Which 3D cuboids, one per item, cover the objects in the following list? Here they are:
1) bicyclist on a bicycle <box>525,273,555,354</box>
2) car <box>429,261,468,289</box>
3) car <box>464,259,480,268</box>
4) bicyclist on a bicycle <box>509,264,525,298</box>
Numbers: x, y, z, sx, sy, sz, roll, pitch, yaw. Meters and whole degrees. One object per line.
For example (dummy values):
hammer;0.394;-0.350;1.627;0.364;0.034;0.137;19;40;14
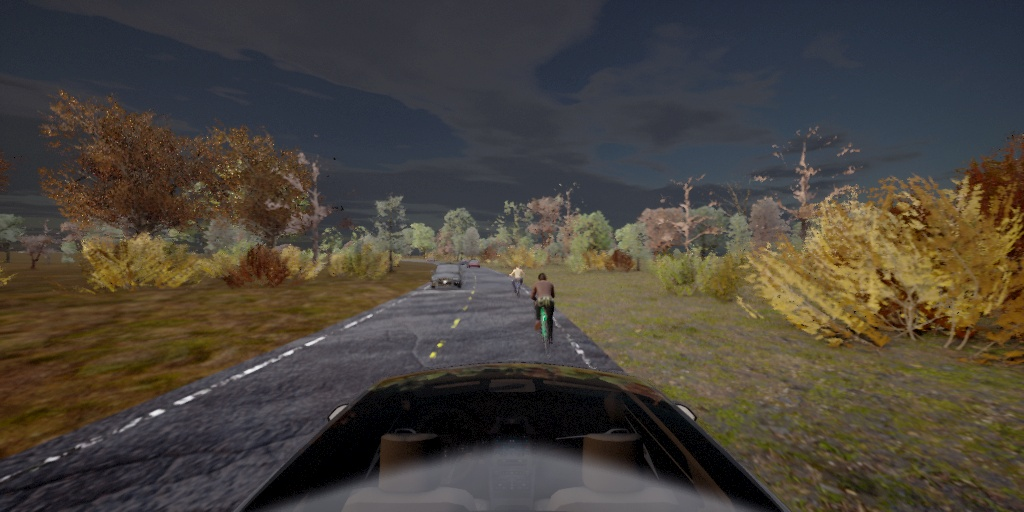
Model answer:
bicyclist on a bicycle;0.690;1.201;7.804;0.582;1.620;1.656;0;0;-1
car;-4.069;1.255;23.134;1.837;1.490;4.892;0;0;-5
car;-6.827;1.307;62.785;1.994;1.385;4.181;0;0;-12
bicyclist on a bicycle;0.276;1.187;17.545;0.866;1.612;1.509;0;0;-4
